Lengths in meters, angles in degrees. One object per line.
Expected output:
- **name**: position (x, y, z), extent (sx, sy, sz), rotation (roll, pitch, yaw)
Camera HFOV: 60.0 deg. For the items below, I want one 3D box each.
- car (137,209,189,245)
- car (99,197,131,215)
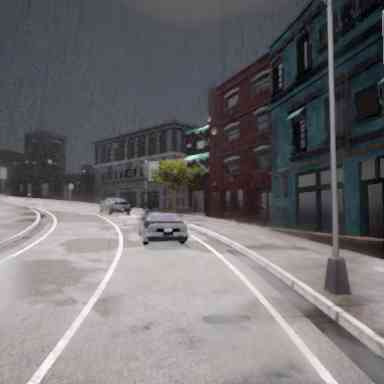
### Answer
- **car**: position (-1.462, 1.506, 15.322), extent (2.033, 1.411, 5.357), rotation (1, 0, -12)
- **car**: position (-6.956, 1.222, 29.811), extent (2.128, 1.511, 4.902), rotation (2, 0, -29)
